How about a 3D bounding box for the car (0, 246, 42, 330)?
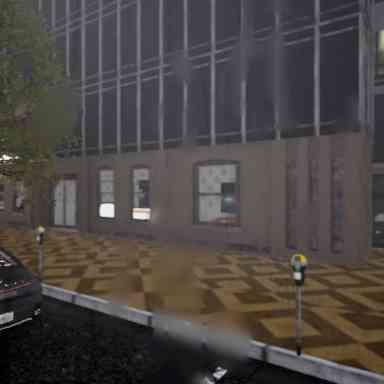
[{"bbox_3d":[-4.419,1.517,5.843,4.403,1.369,2.008,0,0,34],"label":"car"}]
